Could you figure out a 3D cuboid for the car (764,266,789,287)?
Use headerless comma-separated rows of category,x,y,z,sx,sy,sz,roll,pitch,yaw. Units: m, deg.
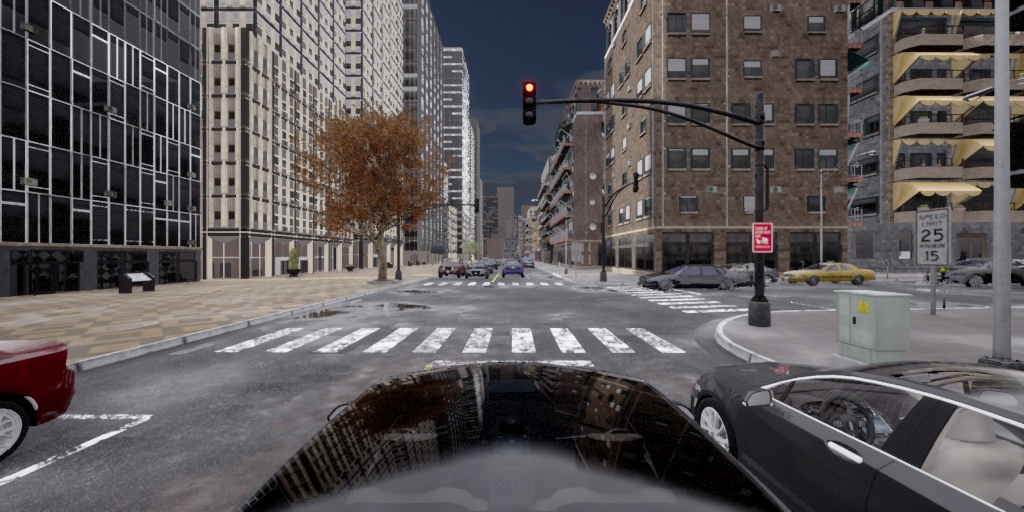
car,13.432,1.095,21.433,4.403,1.370,2.007,0,0,-1

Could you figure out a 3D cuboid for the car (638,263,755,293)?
car,9.607,1.151,19.088,5.357,1.411,2.033,-1,0,4

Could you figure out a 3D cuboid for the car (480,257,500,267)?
car,-3.096,1.130,52.419,2.097,1.767,4.553,0,0,0

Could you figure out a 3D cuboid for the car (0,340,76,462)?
car,-5.692,1.295,2.015,1.888,1.381,4.507,0,0,0

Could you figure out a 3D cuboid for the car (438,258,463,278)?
car,-5.696,1.078,34.402,2.192,1.841,5.009,0,0,0

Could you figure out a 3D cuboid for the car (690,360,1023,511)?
car,2.689,1.300,2.016,2.007,1.370,4.403,0,0,0

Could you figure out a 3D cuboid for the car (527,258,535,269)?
car,2.682,1.348,56.494,1.948,1.339,4.313,0,0,0

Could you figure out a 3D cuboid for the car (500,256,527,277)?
car,0.097,1.117,36.393,2.097,1.767,4.553,0,0,0

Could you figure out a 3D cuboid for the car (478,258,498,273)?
car,-3.106,1.317,42.270,2.033,1.411,5.357,0,0,0

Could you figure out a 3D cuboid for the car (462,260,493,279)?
car,-3.096,1.326,32.885,1.994,1.385,4.181,0,0,1

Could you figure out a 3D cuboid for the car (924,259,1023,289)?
car,24.842,0.880,18.959,4.902,1.511,2.128,-1,0,-1

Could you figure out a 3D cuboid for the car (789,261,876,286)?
car,18.829,0.992,21.489,4.829,1.417,1.751,0,0,-1
